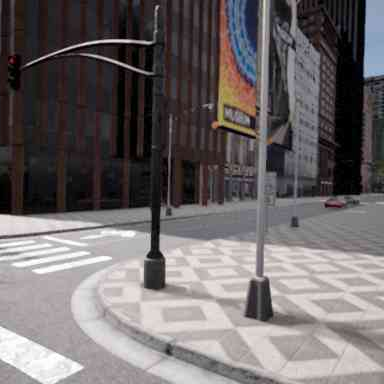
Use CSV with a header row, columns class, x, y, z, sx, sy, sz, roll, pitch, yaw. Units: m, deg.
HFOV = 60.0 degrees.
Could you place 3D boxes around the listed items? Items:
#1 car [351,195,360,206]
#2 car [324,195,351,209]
class,x,y,z,sx,sy,sz,roll,pitch,yaw
car,23.660,1.177,49.561,2.128,1.511,4.902,2,1,35
car,17.933,1.294,41.372,1.994,1.385,4.181,2,1,36
